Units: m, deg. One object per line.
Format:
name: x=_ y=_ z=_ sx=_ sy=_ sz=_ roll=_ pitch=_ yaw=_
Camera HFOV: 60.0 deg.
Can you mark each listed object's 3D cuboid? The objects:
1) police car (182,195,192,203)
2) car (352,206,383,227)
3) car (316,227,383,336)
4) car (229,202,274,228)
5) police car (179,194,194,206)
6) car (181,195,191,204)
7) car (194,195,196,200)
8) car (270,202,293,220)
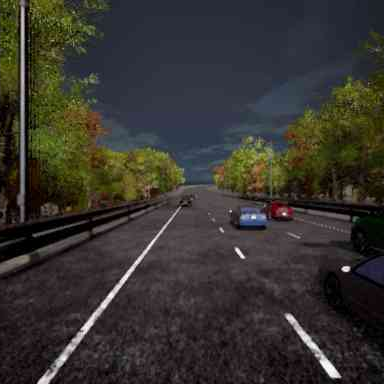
police car: x=-1.035 y=1.420 z=69.868 sx=1.930 sy=1.638 sz=5.238 roll=0 pitch=0 yaw=0
car: x=7.103 y=1.220 z=10.289 sx=2.150 sy=2.045 sz=5.566 roll=0 pitch=0 yaw=0
car: x=3.601 y=1.547 z=4.753 sx=2.033 sy=1.411 sz=5.357 roll=0 pitch=0 yaw=0
car: x=3.604 y=1.545 z=21.960 sx=2.033 sy=1.411 sz=5.357 roll=0 pitch=0 yaw=0
police car: x=-1.038 y=1.421 z=53.862 sx=1.930 sy=1.638 sz=5.238 roll=0 pitch=0 yaw=0
car: x=-1.036 y=1.451 z=63.945 sx=1.801 sy=1.575 sz=5.366 roll=0 pitch=0 yaw=0
car: x=0.019 y=1.423 z=88.015 sx=1.837 sy=1.490 sz=4.892 roll=0 pitch=0 yaw=0
car: x=7.106 y=1.523 z=27.881 sx=1.812 sy=1.442 sz=4.674 roll=0 pitch=0 yaw=0
